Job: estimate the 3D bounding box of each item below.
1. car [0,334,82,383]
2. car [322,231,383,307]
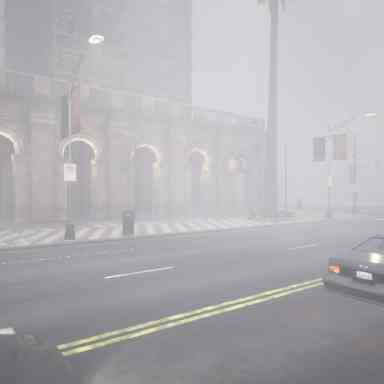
[{"bbox_3d":[-3.196,1.548,1.461,5.357,1.411,2.033,0,0,-36],"label":"car"},{"bbox_3d":[5.139,1.547,7.440,5.357,1.411,2.033,0,0,-35],"label":"car"}]
